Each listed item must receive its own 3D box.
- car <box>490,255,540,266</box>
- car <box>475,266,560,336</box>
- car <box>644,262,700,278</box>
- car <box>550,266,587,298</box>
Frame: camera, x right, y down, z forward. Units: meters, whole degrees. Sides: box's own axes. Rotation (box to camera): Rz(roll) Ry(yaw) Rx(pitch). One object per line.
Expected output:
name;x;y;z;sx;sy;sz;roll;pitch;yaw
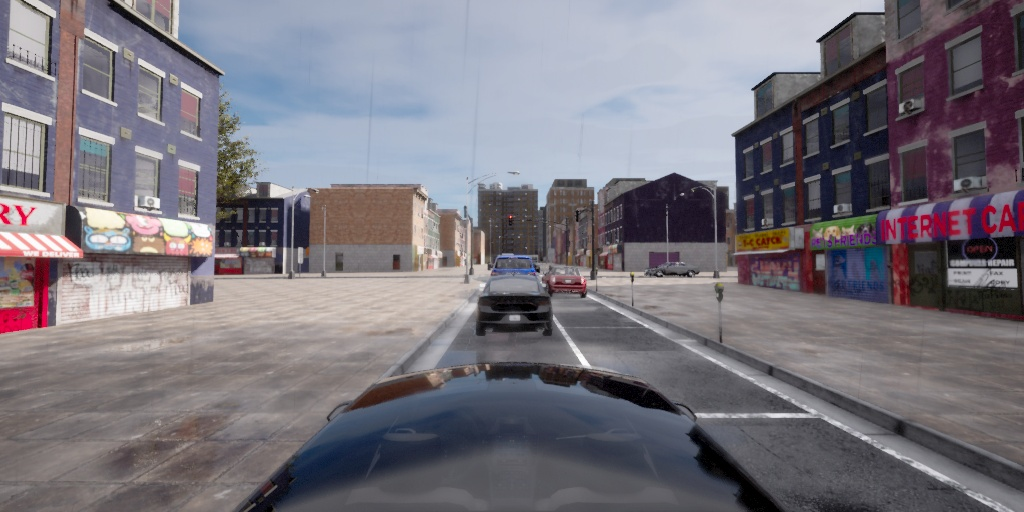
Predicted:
car;0.063;0.992;18.035;2.150;2.045;5.566;0;0;0
car;0.033;1.235;10.489;1.882;1.535;5.008;0;0;-1
car;14.940;1.314;33.571;4.902;1.511;2.128;0;-2;0
car;2.610;1.210;18.724;1.967;1.591;4.097;0;0;0
